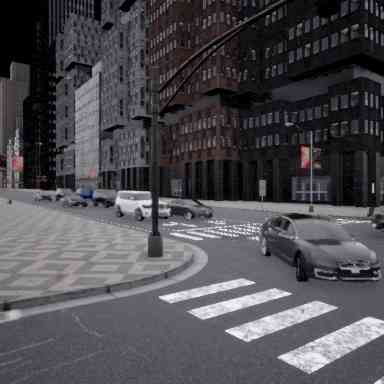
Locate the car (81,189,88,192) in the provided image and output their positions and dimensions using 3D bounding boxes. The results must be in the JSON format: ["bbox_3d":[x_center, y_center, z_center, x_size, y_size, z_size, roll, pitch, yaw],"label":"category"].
[{"bbox_3d":[-18.584,0.422,56.264,2.150,2.045,5.566,0,1,-35],"label":"car"}]

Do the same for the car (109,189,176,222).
[{"bbox_3d":[-3.743,0.939,24.241,2.150,2.045,5.566,0,1,-36],"label":"car"}]

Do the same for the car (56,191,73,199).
[{"bbox_3d":[-24.955,0.532,65.093,1.837,1.490,4.892,0,1,-36],"label":"car"}]

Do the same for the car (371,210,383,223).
[{"bbox_3d":[11.364,1.432,16.042,4.892,1.490,1.837,1,3,8],"label":"car"}]

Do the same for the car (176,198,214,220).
[{"bbox_3d":[-0.342,1.238,25.099,1.837,1.490,4.892,0,1,-36],"label":"car"}]

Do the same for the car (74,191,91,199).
[{"bbox_3d":[-21.885,0.564,66.395,1.812,1.442,4.674,0,1,-36],"label":"car"}]

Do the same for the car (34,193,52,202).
[{"bbox_3d":[-22.936,0.783,51.016,2.033,1.411,5.357,0,1,-36],"label":"car"}]

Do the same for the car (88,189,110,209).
[{"bbox_3d":[-9.494,0.734,37.776,2.150,2.045,5.566,0,1,-36],"label":"car"}]

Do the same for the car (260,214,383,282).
[{"bbox_3d":[3.458,1.467,9.853,1.837,1.490,4.892,2,1,-5],"label":"car"}]

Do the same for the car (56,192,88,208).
[{"bbox_3d":[-13.420,1.030,37.674,2.033,1.411,5.357,0,1,-36],"label":"car"}]

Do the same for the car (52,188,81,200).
[{"bbox_3d":[-19.787,0.472,52.190,2.150,2.045,5.566,0,1,-36],"label":"car"}]
